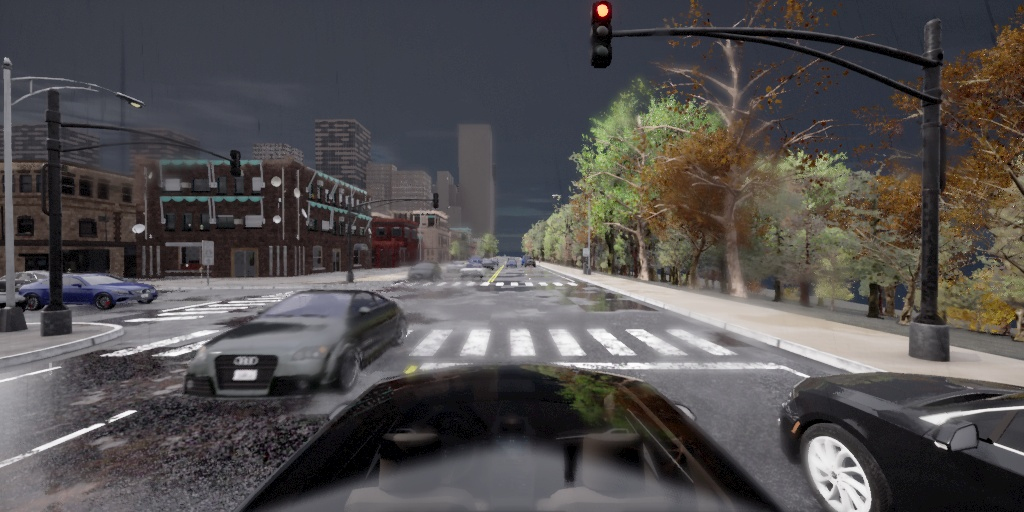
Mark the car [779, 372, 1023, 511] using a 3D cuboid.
[{"bbox_3d":[3.366,1.255,1.232,1.837,1.490,4.892,0,0,-2],"label":"car"}]

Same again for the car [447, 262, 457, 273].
[{"bbox_3d":[-6.703,1.336,43.225,1.895,1.301,4.718,0,0,0],"label":"car"}]

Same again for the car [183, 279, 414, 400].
[{"bbox_3d":[-3.362,1.313,6.507,1.994,1.385,4.181,0,0,0],"label":"car"}]

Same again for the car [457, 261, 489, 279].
[{"bbox_3d":[-3.426,1.341,32.059,1.895,1.301,4.718,0,0,0],"label":"car"}]

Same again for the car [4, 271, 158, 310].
[{"bbox_3d":[-18.096,1.475,15.346,4.674,1.442,1.812,-1,1,-1],"label":"car"}]

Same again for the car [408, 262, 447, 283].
[{"bbox_3d":[-6.666,1.247,27.959,1.837,1.490,4.892,0,0,0],"label":"car"}]

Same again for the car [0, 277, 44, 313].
[{"bbox_3d":[-19.974,1.565,12.606,4.313,1.339,1.948,0,0,0],"label":"car"}]

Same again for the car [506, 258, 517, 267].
[{"bbox_3d":[-0.053,1.273,63.930,2.033,1.411,5.357,0,0,0],"label":"car"}]

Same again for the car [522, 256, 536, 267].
[{"bbox_3d":[3.197,1.231,63.632,1.837,1.490,4.892,0,0,0],"label":"car"}]

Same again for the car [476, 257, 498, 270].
[{"bbox_3d":[-3.466,1.280,50.680,2.033,1.411,5.357,0,0,0],"label":"car"}]
